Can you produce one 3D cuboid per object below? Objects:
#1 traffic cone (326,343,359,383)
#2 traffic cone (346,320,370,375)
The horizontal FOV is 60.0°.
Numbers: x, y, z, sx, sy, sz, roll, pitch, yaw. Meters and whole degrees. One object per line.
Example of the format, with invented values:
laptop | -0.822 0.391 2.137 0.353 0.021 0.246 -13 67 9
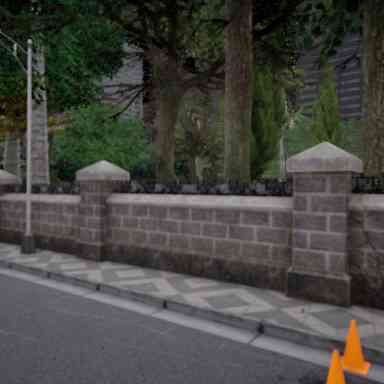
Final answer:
traffic cone | 1.513 1.961 3.500 0.340 0.580 0.340 0 0 35
traffic cone | 2.092 1.961 4.316 0.340 0.580 0.340 0 0 35
